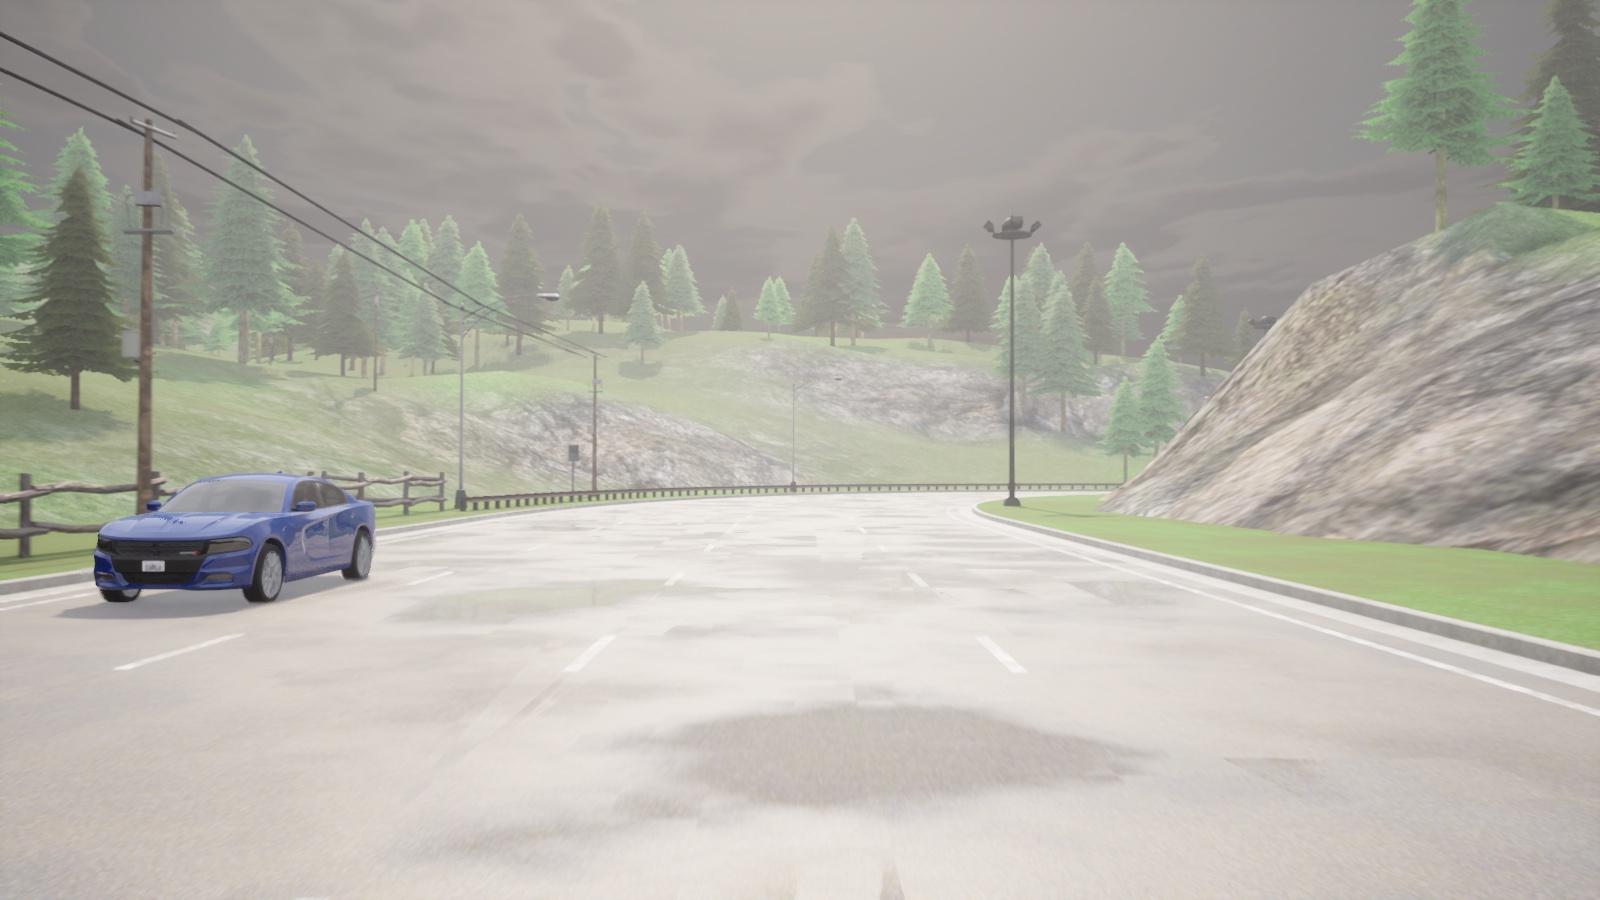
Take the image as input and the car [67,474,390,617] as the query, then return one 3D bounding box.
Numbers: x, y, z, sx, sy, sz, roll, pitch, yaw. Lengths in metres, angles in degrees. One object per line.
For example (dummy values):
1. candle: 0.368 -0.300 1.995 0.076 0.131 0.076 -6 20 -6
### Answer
1. car: -7.038 1.091 16.167 1.882 1.535 5.008 0 -1 0
